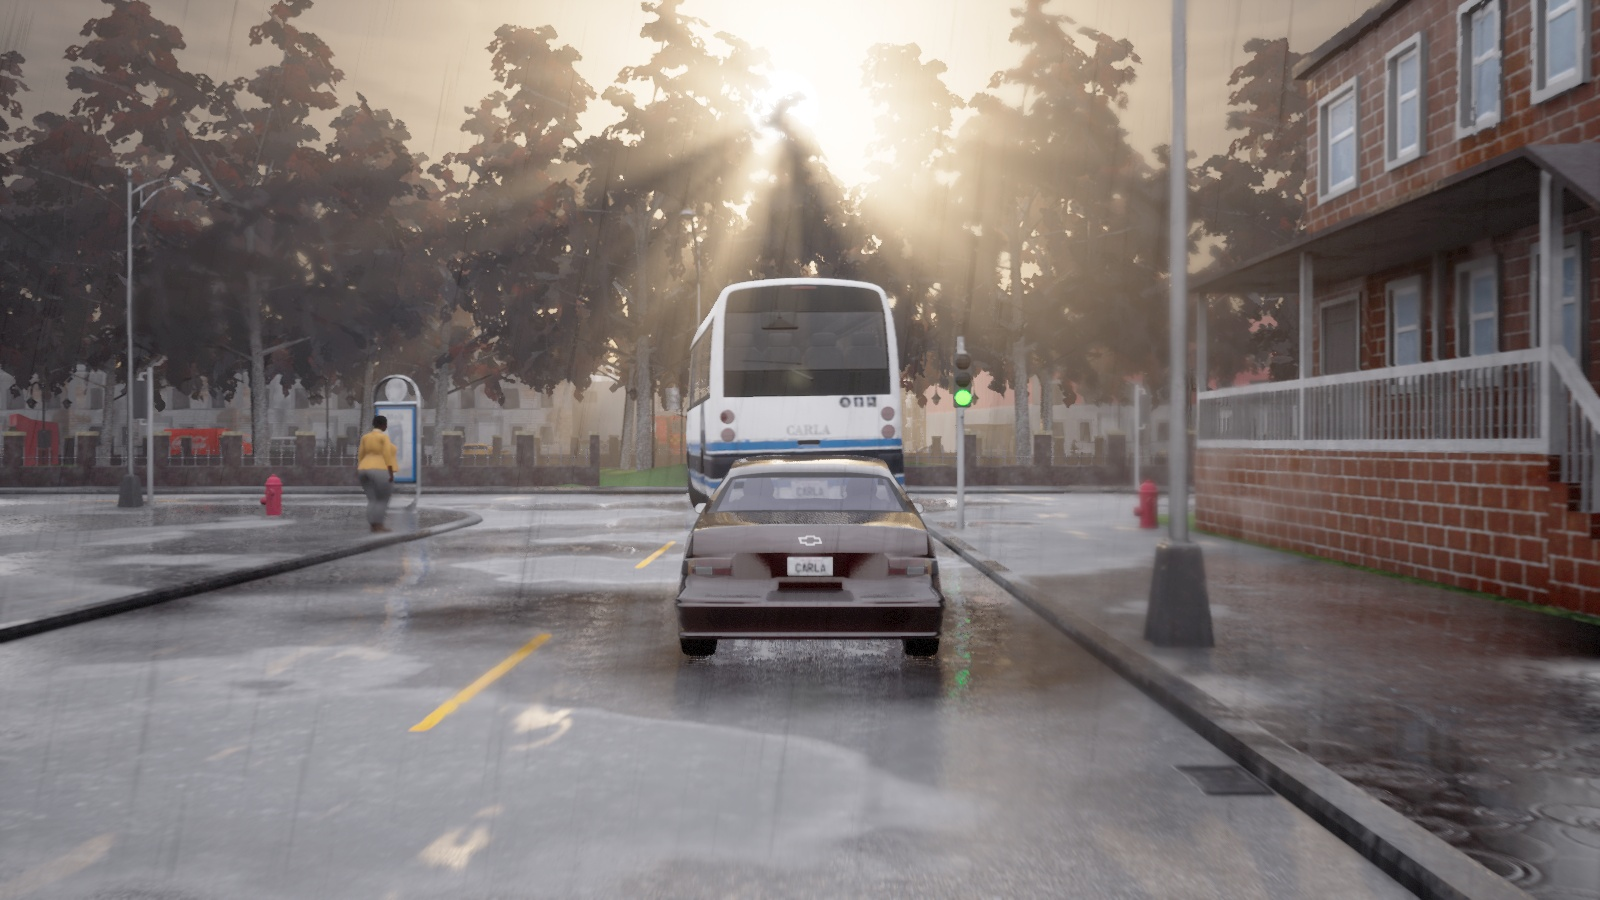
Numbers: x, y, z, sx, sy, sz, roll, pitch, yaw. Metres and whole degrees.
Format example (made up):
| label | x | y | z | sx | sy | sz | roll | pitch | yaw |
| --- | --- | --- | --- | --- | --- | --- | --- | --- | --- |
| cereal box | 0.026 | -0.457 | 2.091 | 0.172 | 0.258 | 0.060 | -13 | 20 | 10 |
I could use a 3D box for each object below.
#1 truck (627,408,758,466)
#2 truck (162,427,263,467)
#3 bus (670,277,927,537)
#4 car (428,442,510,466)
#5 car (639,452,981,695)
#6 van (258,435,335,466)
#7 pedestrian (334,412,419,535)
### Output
| label | x | y | z | sx | sy | sz | roll | pitch | yaw |
| --- | --- | --- | --- | --- | --- | --- | --- | --- | --- |
| truck | -7.125 | -0.867 | 84.076 | 8.468 | 3.827 | 2.891 | 0 | 0 | 0 |
| truck | -37.483 | -0.193 | 80.196 | 5.204 | 2.467 | 2.627 | 0 | 0 | 0 |
| bus | -0.527 | -0.768 | 26.009 | 3.944 | 4.253 | 10.273 | -2 | 0 | -7 |
| car | -22.124 | 0.263 | 84.144 | 5.008 | 1.535 | 1.882 | 0 | 0 | 0 |
| car | 0.073 | 0.741 | 10.157 | 2.033 | 1.411 | 5.357 | 0 | 0 | 0 |
| van | -33.728 | 0.028 | 84.184 | 4.442 | 1.987 | 1.775 | 0 | 0 | 0 |
| pedestrian | -6.592 | 0.348 | 19.557 | 0.874 | 1.855 | 0.900 | 0 | 0 | 32 |
